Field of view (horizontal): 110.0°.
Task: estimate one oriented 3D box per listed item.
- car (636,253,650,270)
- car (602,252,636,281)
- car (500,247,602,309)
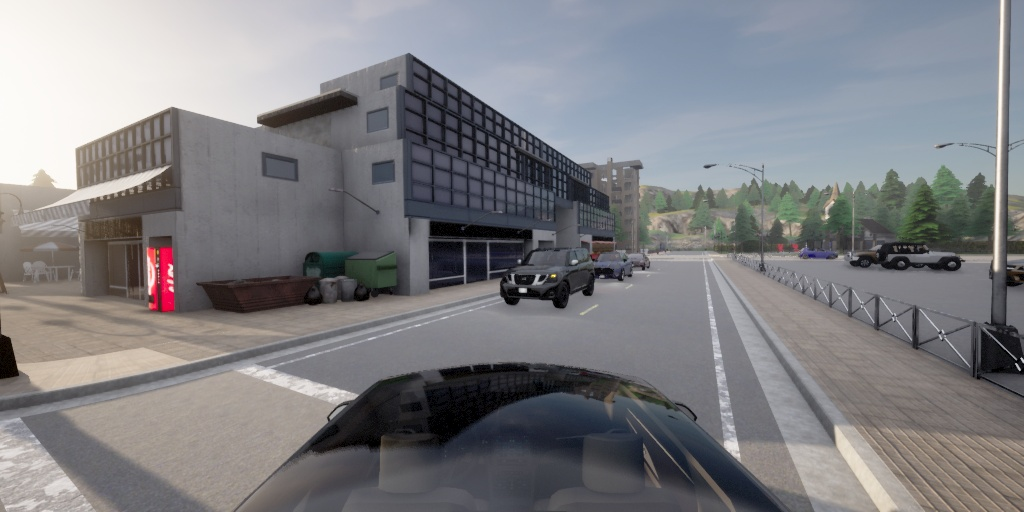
[{"bbox_3d":[11.019,0.438,31.709,1.812,1.442,4.674,0,2,28],"label":"car"},{"bbox_3d":[6.231,0.544,22.666,2.097,1.767,4.553,0,2,28],"label":"car"},{"bbox_3d":[1.633,0.683,13.971,2.150,2.045,5.566,0,1,28],"label":"car"}]
